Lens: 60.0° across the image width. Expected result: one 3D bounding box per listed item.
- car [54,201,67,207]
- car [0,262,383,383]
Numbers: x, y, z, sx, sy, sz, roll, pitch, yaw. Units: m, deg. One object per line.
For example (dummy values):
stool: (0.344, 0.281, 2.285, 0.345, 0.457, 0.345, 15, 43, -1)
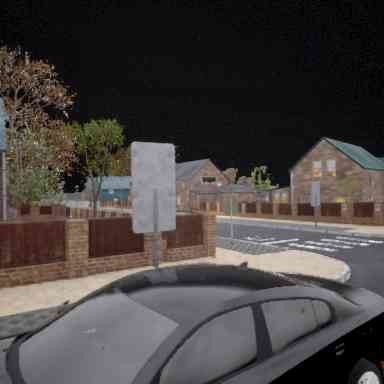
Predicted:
car: (-34.168, 3.198, 87.252, 2.033, 1.411, 5.357, -1, -1, -31)
car: (-0.146, 1.481, 2.893, 5.008, 1.535, 1.882, 0, 0, -36)
